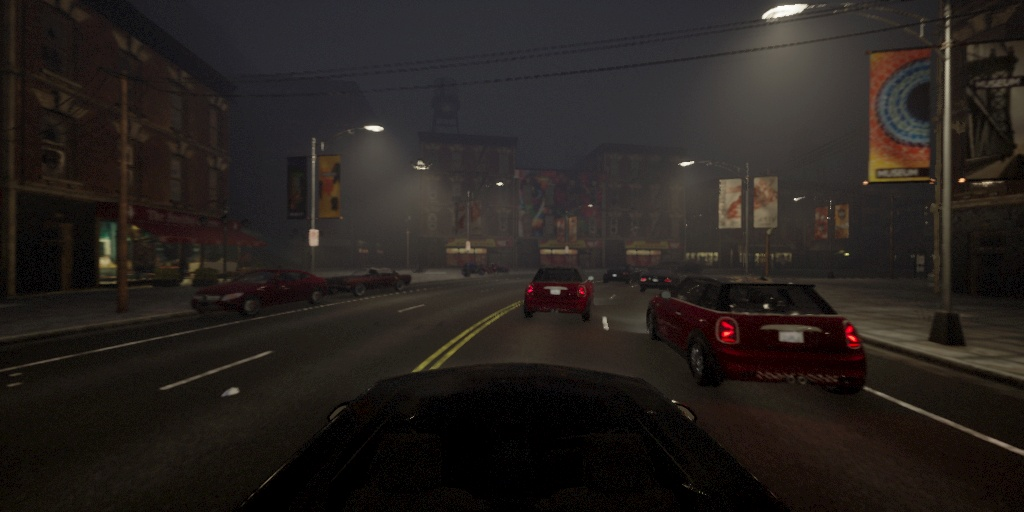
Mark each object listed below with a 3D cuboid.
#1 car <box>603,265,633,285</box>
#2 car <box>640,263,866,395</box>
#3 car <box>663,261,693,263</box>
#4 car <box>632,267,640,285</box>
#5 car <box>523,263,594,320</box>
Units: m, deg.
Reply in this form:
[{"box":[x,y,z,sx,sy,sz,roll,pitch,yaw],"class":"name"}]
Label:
[{"box":[8.446,1.352,27.121,1.994,1.385,4.181,0,0,35],"class":"car"},{"box":[4.126,1.128,7.008,2.097,1.767,4.553,0,0,8],"class":"car"},{"box":[19.893,1.388,41.347,4.674,1.442,1.812,0,0,-25],"class":"car"},{"box":[8.871,1.345,21.418,2.033,1.411,5.357,0,0,28],"class":"car"},{"box":[1.836,1.105,12.923,2.097,1.767,4.553,1,0,14],"class":"car"}]
